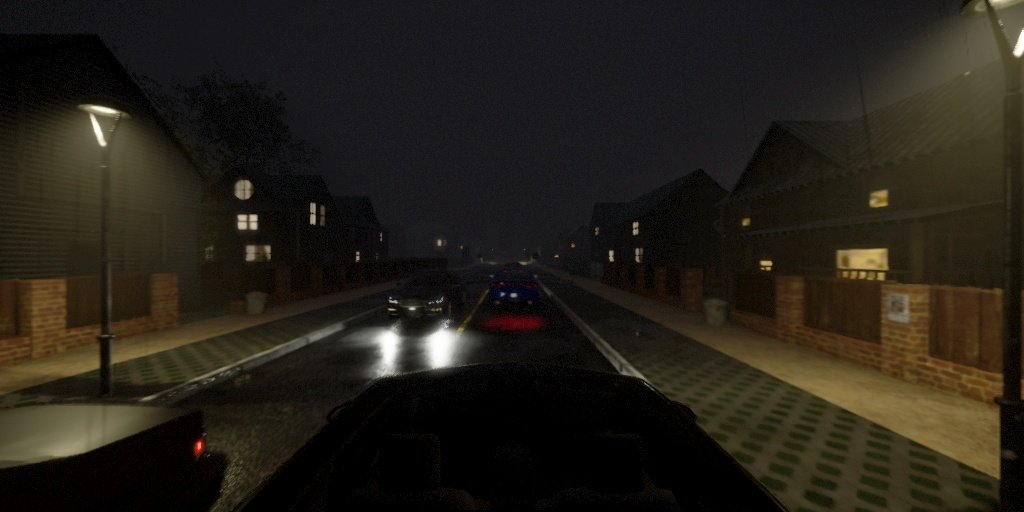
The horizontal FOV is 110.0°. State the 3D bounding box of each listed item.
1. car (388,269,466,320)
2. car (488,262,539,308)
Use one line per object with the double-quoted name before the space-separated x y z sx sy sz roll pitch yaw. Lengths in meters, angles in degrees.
"car" -2.790 1.237 12.656 1.837 1.490 4.892 0 0 1
"car" 0.078 1.207 15.000 1.882 1.535 5.008 0 0 0
